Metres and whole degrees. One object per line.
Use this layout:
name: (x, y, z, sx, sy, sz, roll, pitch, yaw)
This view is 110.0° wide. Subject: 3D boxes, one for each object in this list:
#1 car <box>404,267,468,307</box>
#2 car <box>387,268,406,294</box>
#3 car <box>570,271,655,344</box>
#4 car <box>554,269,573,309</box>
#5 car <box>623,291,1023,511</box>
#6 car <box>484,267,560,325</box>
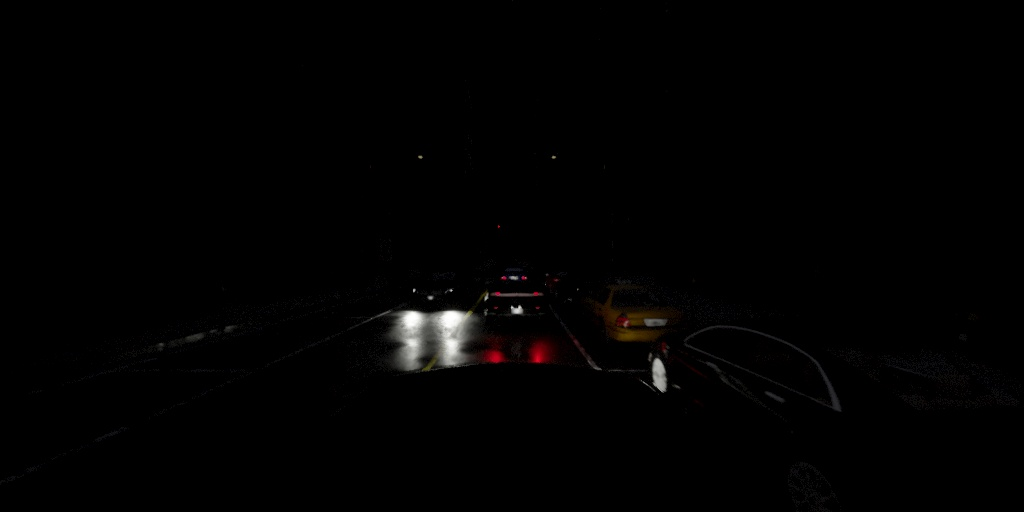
car: (-3.025, 1.308, 15.724, 1.812, 1.442, 4.674, 0, 0, 1)
car: (-5.668, 1.338, 20.454, 1.888, 1.381, 4.507, 0, 0, 0)
car: (2.874, 1.293, 9.453, 1.751, 1.417, 4.829, 0, 0, 0)
car: (2.876, 1.346, 14.869, 1.948, 1.339, 4.313, 0, 0, 0)
car: (2.872, 1.305, 3.697, 2.007, 1.370, 4.403, 0, 0, 0)
car: (0.109, 1.262, 11.918, 2.128, 1.511, 4.902, 0, -1, -1)
